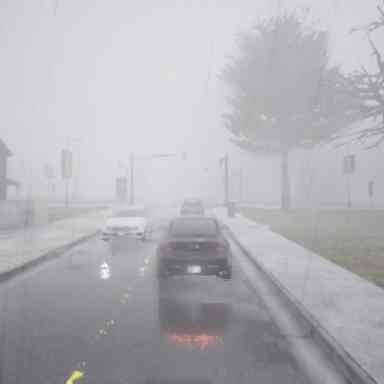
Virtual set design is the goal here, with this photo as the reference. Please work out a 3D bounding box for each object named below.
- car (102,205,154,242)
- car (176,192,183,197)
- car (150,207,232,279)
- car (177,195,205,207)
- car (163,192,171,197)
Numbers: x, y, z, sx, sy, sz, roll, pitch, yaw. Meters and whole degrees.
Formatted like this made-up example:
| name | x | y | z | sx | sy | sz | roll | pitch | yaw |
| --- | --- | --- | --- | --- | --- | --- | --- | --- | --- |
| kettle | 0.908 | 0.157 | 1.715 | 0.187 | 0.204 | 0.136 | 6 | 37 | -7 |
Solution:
| name | x | y | z | sx | sy | sz | roll | pitch | yaw |
| --- | --- | --- | --- | --- | --- | --- | --- | --- | --- |
| car | -2.866 | 1.386 | 15.712 | 1.812 | 1.442 | 4.674 | 0 | 1 | 0 |
| car | -3.225 | 0.622 | 87.957 | 1.882 | 1.535 | 5.008 | 0 | 1 | 0 |
| car | 0.059 | 1.420 | 9.709 | 1.837 | 1.490 | 4.892 | 0 | 1 | 0 |
| car | 0.034 | 1.244 | 27.335 | 2.128 | 1.511 | 4.902 | 0 | 1 | 0 |
| car | -6.475 | 0.683 | 87.944 | 2.033 | 1.411 | 5.357 | 0 | 1 | 0 |
